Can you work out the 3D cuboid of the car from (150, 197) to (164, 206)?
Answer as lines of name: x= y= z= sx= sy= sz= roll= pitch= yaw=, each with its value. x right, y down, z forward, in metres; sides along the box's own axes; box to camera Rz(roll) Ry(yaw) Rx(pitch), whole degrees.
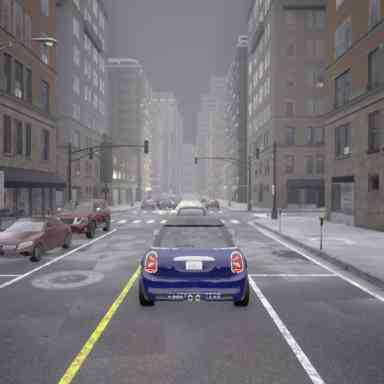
car: x=-5.772 y=1.578 z=55.700 sx=1.887 sy=1.381 sz=4.507 roll=-1 pitch=0 yaw=0

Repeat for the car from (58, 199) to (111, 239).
car: x=-5.708 y=1.315 z=17.570 sx=2.192 sy=1.841 sz=5.009 roll=-1 pitch=0 yaw=0

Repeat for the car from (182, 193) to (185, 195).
car: x=-3.134 y=1.593 z=78.516 sx=1.895 sy=1.301 sz=4.718 roll=0 pitch=0 yaw=0

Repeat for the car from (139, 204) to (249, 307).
car: x=0.049 y=1.351 z=8.153 sx=2.097 sy=1.767 sz=4.553 roll=0 pitch=0 yaw=0

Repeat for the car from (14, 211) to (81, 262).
car: x=-5.695 y=1.581 z=11.987 sx=1.802 sy=1.307 sz=4.206 roll=-1 pitch=0 yaw=0

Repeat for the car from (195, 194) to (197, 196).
car: x=2.692 y=1.411 z=89.120 sx=2.192 sy=1.841 sz=5.009 roll=-1 pitch=0 yaw=0

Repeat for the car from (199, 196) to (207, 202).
car: x=2.705 y=1.635 z=83.556 sx=2.008 sy=1.369 sz=4.403 roll=-1 pitch=0 yaw=0

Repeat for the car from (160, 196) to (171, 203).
car: x=-5.801 y=1.612 z=72.394 sx=2.008 sy=1.369 sz=4.403 roll=-1 pitch=0 yaw=0

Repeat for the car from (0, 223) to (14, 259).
car: x=-5.686 y=1.550 z=6.404 sx=2.008 sy=1.369 sz=4.403 roll=-1 pitch=0 yaw=0

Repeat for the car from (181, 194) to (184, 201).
car: x=-3.156 y=1.595 z=64.723 sx=2.033 sy=1.411 sz=5.357 roll=0 pitch=0 yaw=1

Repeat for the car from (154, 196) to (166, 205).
car: x=-5.782 y=1.566 z=61.094 sx=1.752 sy=1.417 sz=4.829 roll=-1 pitch=0 yaw=0

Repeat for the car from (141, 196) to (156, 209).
car: x=-5.752 y=1.601 z=44.570 sx=1.802 sy=1.307 sz=4.206 roll=-1 pitch=0 yaw=0

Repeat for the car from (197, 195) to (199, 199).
car: x=2.723 y=1.501 z=72.429 sx=1.967 sy=1.590 sz=4.097 roll=-1 pitch=0 yaw=0

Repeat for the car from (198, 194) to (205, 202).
car: x=2.734 y=1.595 z=66.865 sx=1.887 sy=1.381 sz=4.507 roll=-1 pitch=0 yaw=0

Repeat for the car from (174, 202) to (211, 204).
car: x=-0.014 y=1.505 z=17.331 sx=1.837 sy=1.490 sz=4.892 roll=0 pitch=0 yaw=0

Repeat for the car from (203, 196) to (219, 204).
car: x=2.773 y=1.601 z=44.612 sx=1.802 sy=1.307 sz=4.206 roll=-1 pitch=0 yaw=0

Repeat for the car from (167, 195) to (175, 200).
car: x=-5.841 y=1.547 z=94.655 sx=1.967 sy=1.590 sz=4.097 roll=-1 pitch=0 yaw=0

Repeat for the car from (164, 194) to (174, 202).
car: x=-5.824 y=1.400 z=83.525 sx=2.192 sy=1.841 sz=5.009 roll=-1 pitch=0 yaw=0

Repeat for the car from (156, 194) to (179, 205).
car: x=-3.173 y=1.370 z=43.971 sx=2.097 sy=1.767 sz=4.553 roll=0 pitch=0 yaw=0

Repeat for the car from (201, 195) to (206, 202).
car: x=2.762 y=1.551 z=50.346 sx=1.752 sy=1.417 sz=4.829 roll=-1 pitch=0 yaw=0

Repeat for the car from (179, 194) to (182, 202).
car: x=-3.183 y=1.523 z=54.303 sx=2.128 sy=1.511 sz=4.902 roll=0 pitch=0 yaw=0
